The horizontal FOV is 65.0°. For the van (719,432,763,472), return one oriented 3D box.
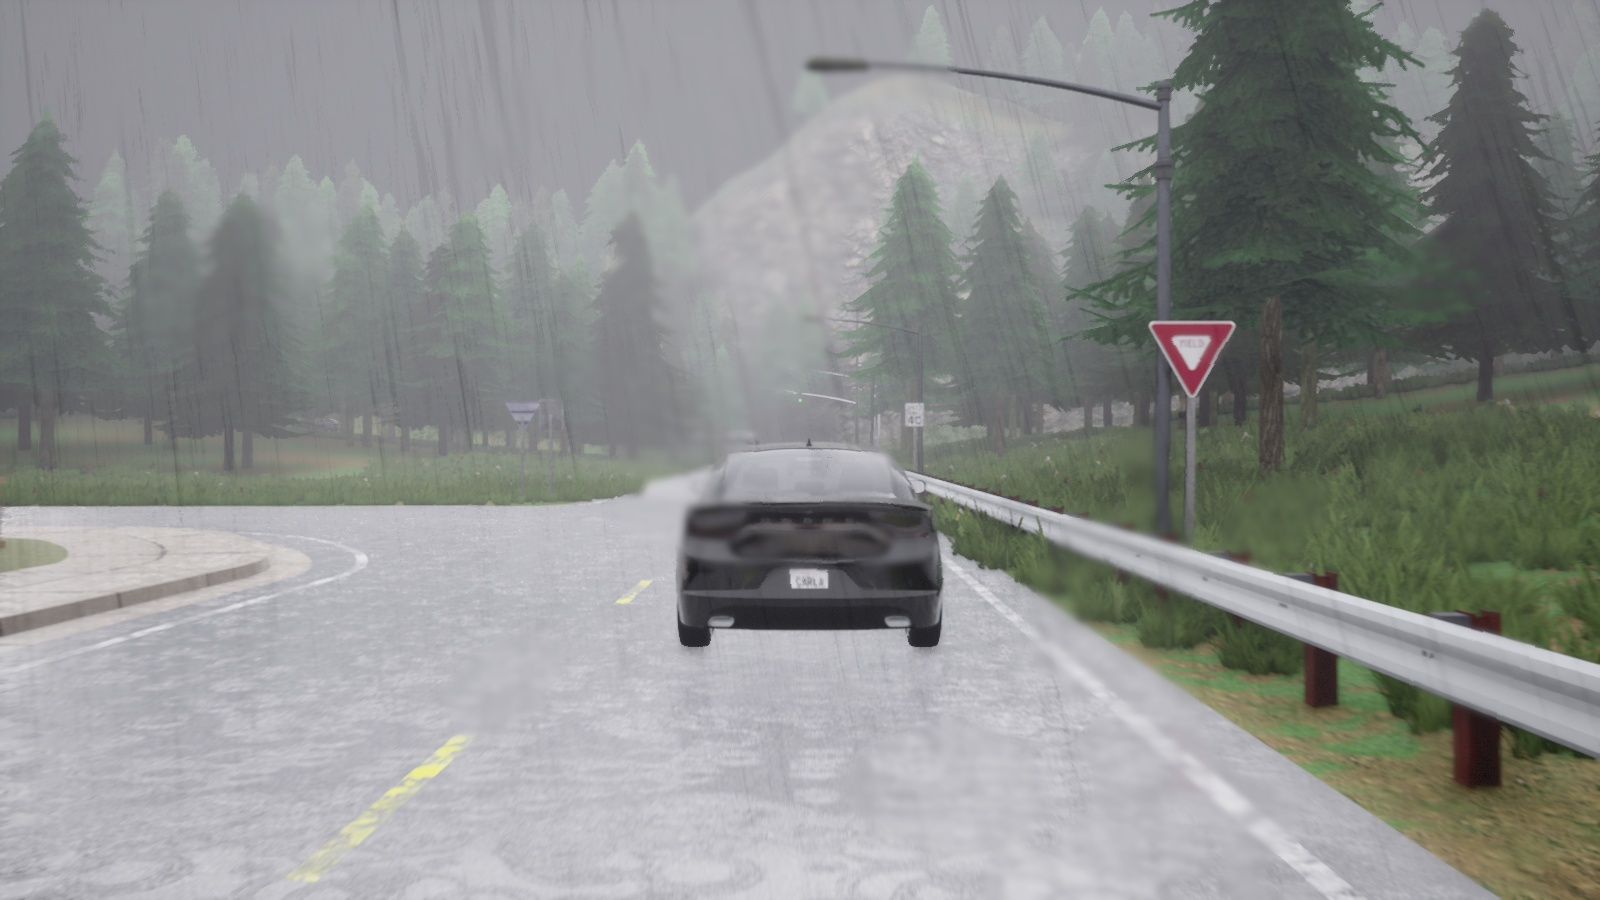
[{"bbox_3d":[-3.105,0.091,66.745,2.069,2.038,4.480,0,0,0],"label":"van"}]

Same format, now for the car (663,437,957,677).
[{"bbox_3d":[0.075,0.665,10.553,1.882,1.535,5.008,0,1,0],"label":"car"}]
